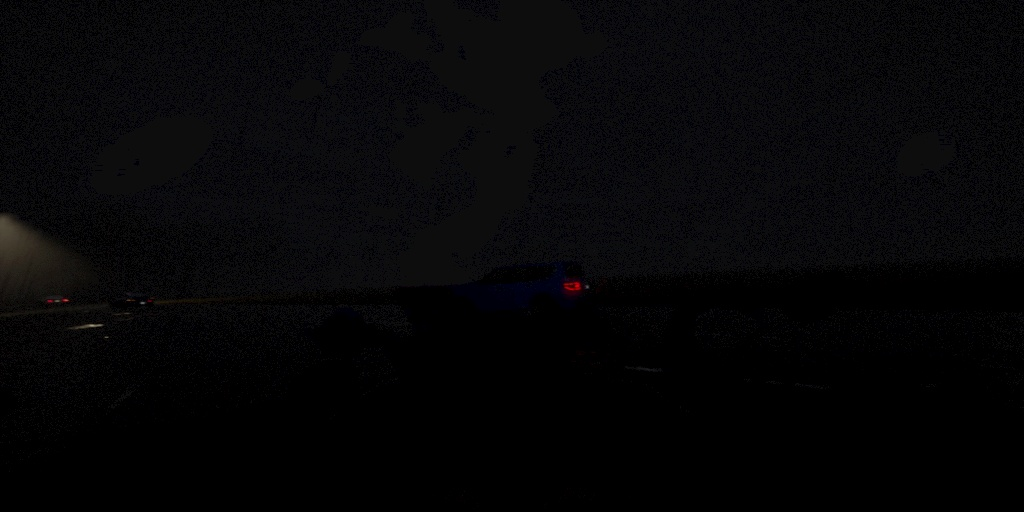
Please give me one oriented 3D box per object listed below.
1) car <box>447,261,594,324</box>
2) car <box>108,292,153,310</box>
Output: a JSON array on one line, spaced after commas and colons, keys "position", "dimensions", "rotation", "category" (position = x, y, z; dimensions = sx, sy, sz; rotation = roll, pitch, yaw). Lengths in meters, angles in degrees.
[{"position": [0.203, 1.312, 13.378], "dimensions": [5.566, 2.045, 2.150], "rotation": [-5, -2, 28], "category": "car"}, {"position": [-33.421, 3.932, 31.533], "dimensions": [4.674, 1.442, 1.812], "rotation": [-4, -1, 28], "category": "car"}]
